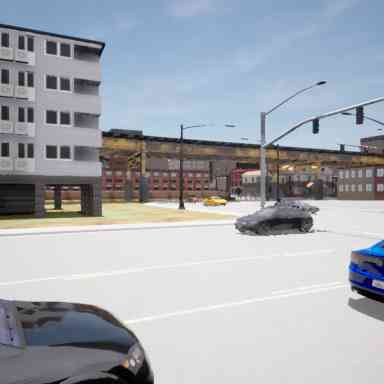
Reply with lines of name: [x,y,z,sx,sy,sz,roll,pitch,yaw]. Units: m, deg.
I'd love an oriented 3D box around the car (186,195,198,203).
car: [0.046,1.353,69.587,2.097,1.767,4.553,0,0,10]

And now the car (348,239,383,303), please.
car: [5.550,1.478,6.903,5.008,1.535,1.882,0,0,-25]

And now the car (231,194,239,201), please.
car: [8.259,1.540,78.709,2.033,1.411,5.357,0,0,40]

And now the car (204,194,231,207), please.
car: [3.498,1.477,50.297,1.882,1.535,5.008,0,0,-24]

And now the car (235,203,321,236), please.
car: [4.573,1.526,18.214,4.674,1.442,1.812,0,0,-25]

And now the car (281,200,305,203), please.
car: [10.810,1.547,34.834,2.033,1.411,5.357,0,0,-26]

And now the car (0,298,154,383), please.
car: [-2.428,1.564,2.750,4.181,1.385,1.994,0,0,-32]
